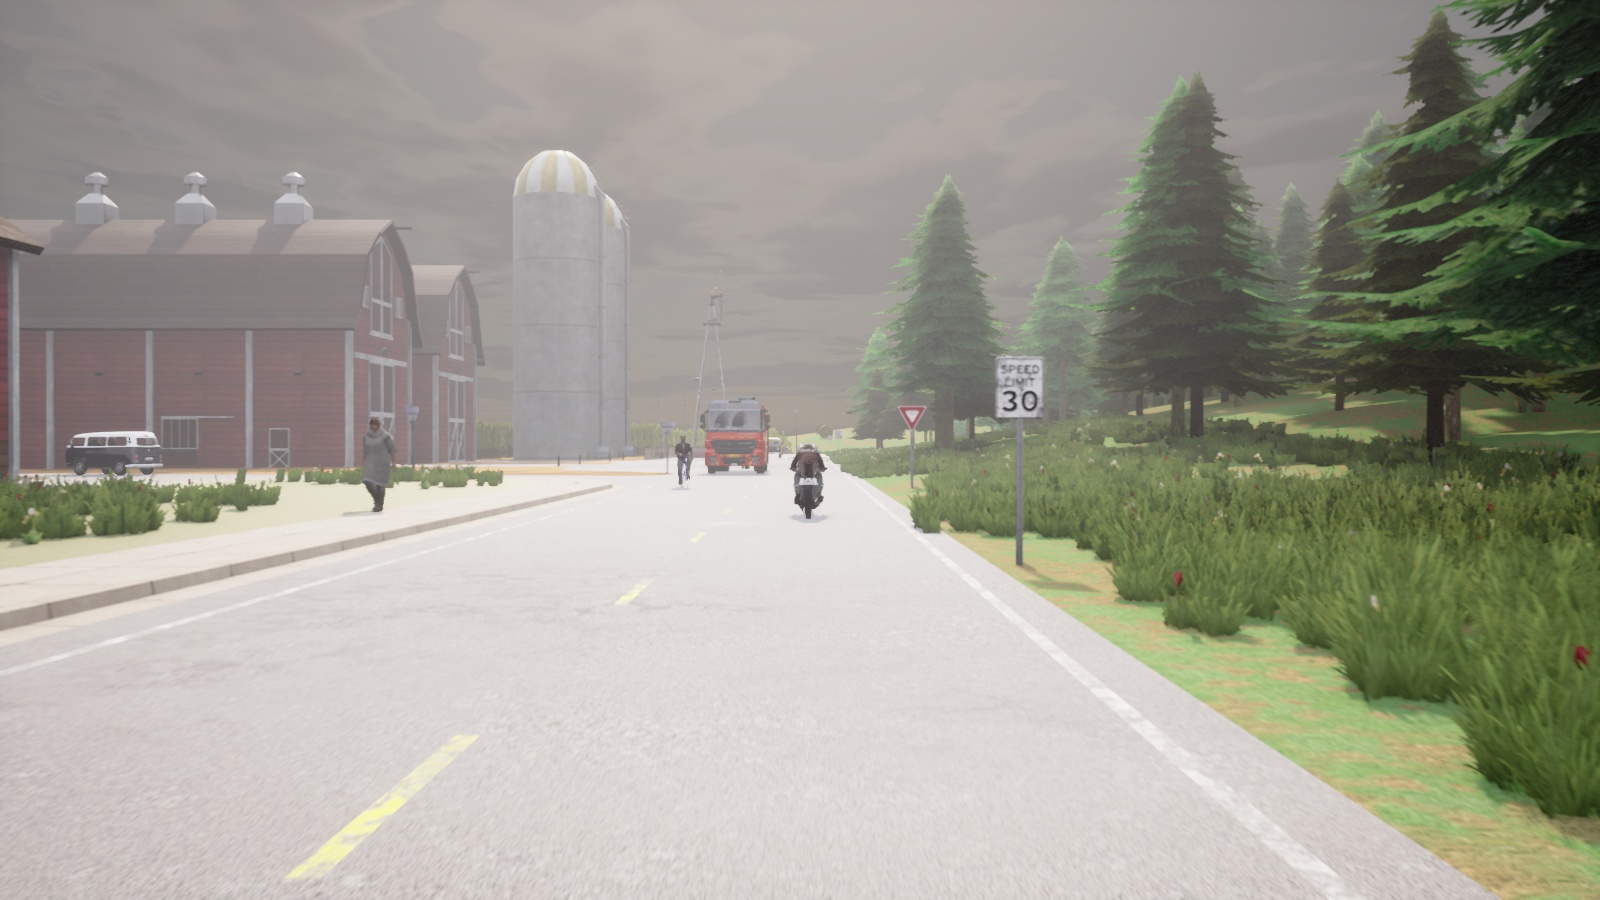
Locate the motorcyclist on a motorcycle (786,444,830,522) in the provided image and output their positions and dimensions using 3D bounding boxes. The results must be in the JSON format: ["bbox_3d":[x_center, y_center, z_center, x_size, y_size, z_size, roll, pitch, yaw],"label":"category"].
[{"bbox_3d":[0.168,0.636,25.801,0.866,1.530,2.191,0,0,0],"label":"motorcyclist on a motorcycle"}]

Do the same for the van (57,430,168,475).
[{"bbox_3d":[-32.103,0.102,58.648,4.480,2.038,2.069,0,0,19],"label":"van"}]

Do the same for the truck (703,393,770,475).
[{"bbox_3d":[-3.106,-0.779,63.543,2.891,3.827,8.468,0,0,0],"label":"truck"}]

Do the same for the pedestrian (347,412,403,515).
[{"bbox_3d":[-8.252,0.258,24.385,0.659,1.952,0.873,0,0,14],"label":"pedestrian"}]
